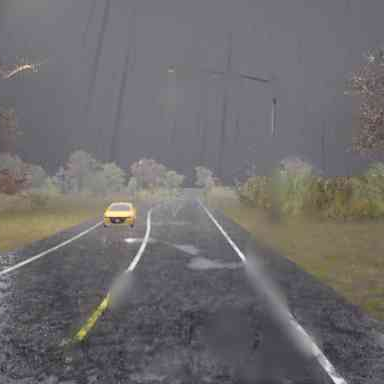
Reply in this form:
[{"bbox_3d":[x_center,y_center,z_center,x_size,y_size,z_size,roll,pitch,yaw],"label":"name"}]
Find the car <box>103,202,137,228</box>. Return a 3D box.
[{"bbox_3d":[-4.750,1.470,22.393,1.882,1.535,5.008,0,0,-7],"label":"car"}]
